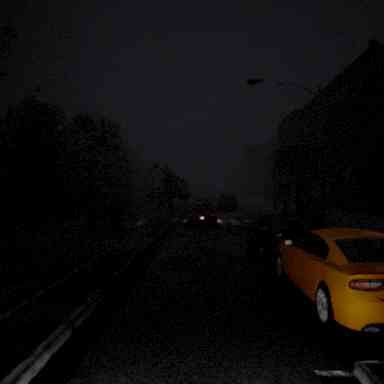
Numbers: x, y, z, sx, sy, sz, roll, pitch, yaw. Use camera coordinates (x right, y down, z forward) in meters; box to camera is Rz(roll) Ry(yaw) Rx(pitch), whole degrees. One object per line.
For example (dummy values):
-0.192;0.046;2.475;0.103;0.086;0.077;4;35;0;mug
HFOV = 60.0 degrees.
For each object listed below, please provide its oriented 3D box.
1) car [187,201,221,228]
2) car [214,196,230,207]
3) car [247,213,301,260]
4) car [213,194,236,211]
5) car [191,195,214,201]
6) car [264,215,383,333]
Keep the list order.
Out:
0.680;1.567;22.521;1.994;1.385;4.181;0;0;2;car
4.555;1.463;51.259;2.231;1.521;4.892;0;0;2;car
3.299;1.516;12.496;2.163;1.488;4.792;0;0;2;car
4.375;1.342;45.690;2.185;1.767;4.553;0;0;2;car
1.300;1.479;41.845;2.128;1.511;4.902;0;0;2;car
3.145;1.485;6.999;2.097;1.535;5.008;0;0;1;car
